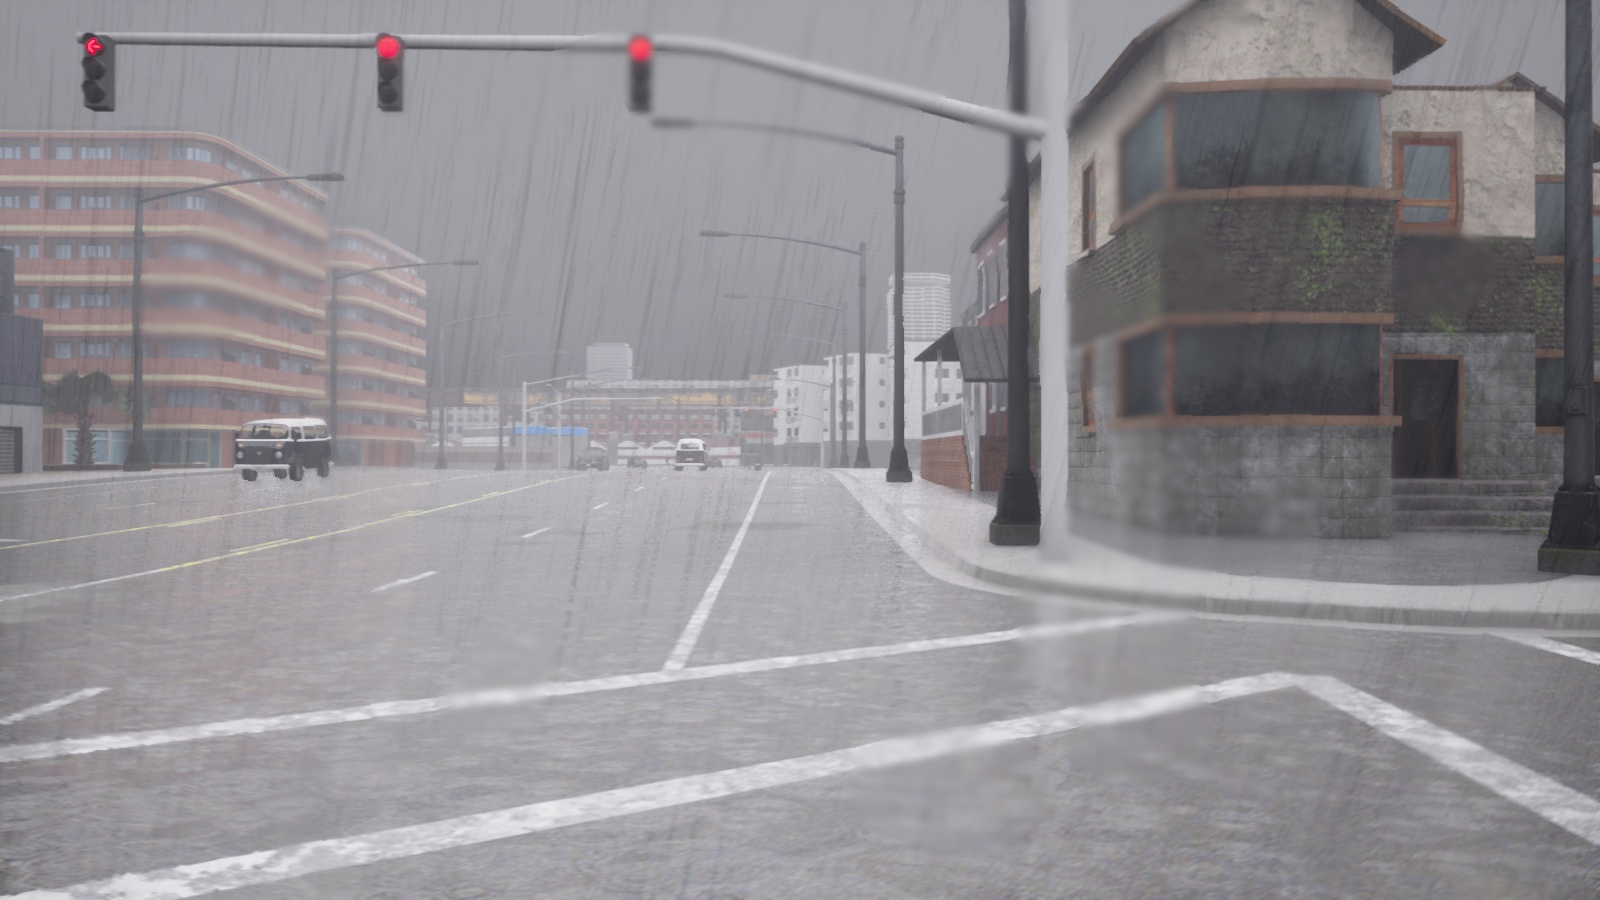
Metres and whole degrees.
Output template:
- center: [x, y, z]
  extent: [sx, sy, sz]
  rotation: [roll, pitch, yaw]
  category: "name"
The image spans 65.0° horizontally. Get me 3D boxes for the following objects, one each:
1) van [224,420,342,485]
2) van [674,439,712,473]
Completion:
- center: [-16.895, 0.044, 41.303]
  extent: [2.069, 2.038, 4.480]
  rotation: [0, 1, 0]
  category: "van"
- center: [-6.643, 0.399, 78.352]
  extent: [2.069, 2.038, 4.480]
  rotation: [0, -1, 0]
  category: "van"
